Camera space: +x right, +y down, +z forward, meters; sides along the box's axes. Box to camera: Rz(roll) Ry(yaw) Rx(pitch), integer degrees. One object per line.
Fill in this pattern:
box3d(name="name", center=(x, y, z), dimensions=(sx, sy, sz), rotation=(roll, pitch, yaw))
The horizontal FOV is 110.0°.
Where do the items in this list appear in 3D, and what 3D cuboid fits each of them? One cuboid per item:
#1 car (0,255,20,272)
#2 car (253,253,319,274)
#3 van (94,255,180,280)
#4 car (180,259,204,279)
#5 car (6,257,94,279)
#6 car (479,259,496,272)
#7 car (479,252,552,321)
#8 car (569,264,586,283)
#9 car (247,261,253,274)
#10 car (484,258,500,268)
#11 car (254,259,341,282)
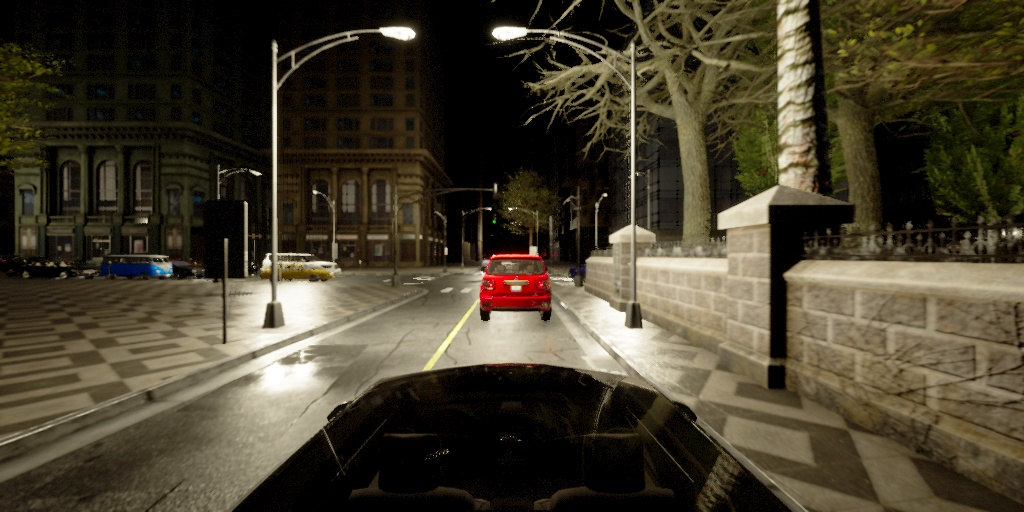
box3d(name="car", center=(-36.606, 0.832, 28.015), dimensions=(4.902, 1.511, 2.128), rotation=(1, 0, 1))
box3d(name="car", center=(-16.366, 0.804, 27.881), dimensions=(5.566, 2.045, 2.150), rotation=(1, 0, 1))
box3d(name="van", center=(-26.348, 0.817, 25.277), dimensions=(3.998, 1.789, 1.690), rotation=(0, 0, 0))
box3d(name="car", center=(-26.600, 1.017, 27.944), dimensions=(5.357, 1.411, 2.033), rotation=(1, 0, 1))
box3d(name="car", center=(-31.965, 0.956, 25.311), dimensions=(4.403, 1.370, 2.007), rotation=(0, 0, 0))
box3d(name="car", center=(-3.110, 1.177, 45.884), dimensions=(2.033, 1.411, 5.357), rotation=(0, 0, -4))
box3d(name="car", center=(0.105, 0.961, 12.501), dimensions=(2.150, 2.045, 5.566), rotation=(0, 0, 0))
box3d(name="car", center=(6.734, 1.294, 27.899), dimensions=(4.674, 1.442, 1.812), rotation=(0, -1, -11))
box3d(name="car", center=(-26.305, 1.033, 33.803), dimensions=(4.313, 1.339, 1.948), rotation=(0, 0, 0))
box3d(name="car", center=(-3.050, 1.101, 55.918), dimensions=(2.033, 1.411, 5.357), rotation=(0, 0, 1))
box3d(name="car", center=(-14.936, 1.123, 25.209), dimensions=(4.829, 1.417, 1.751), rotation=(0, 0, 0))
